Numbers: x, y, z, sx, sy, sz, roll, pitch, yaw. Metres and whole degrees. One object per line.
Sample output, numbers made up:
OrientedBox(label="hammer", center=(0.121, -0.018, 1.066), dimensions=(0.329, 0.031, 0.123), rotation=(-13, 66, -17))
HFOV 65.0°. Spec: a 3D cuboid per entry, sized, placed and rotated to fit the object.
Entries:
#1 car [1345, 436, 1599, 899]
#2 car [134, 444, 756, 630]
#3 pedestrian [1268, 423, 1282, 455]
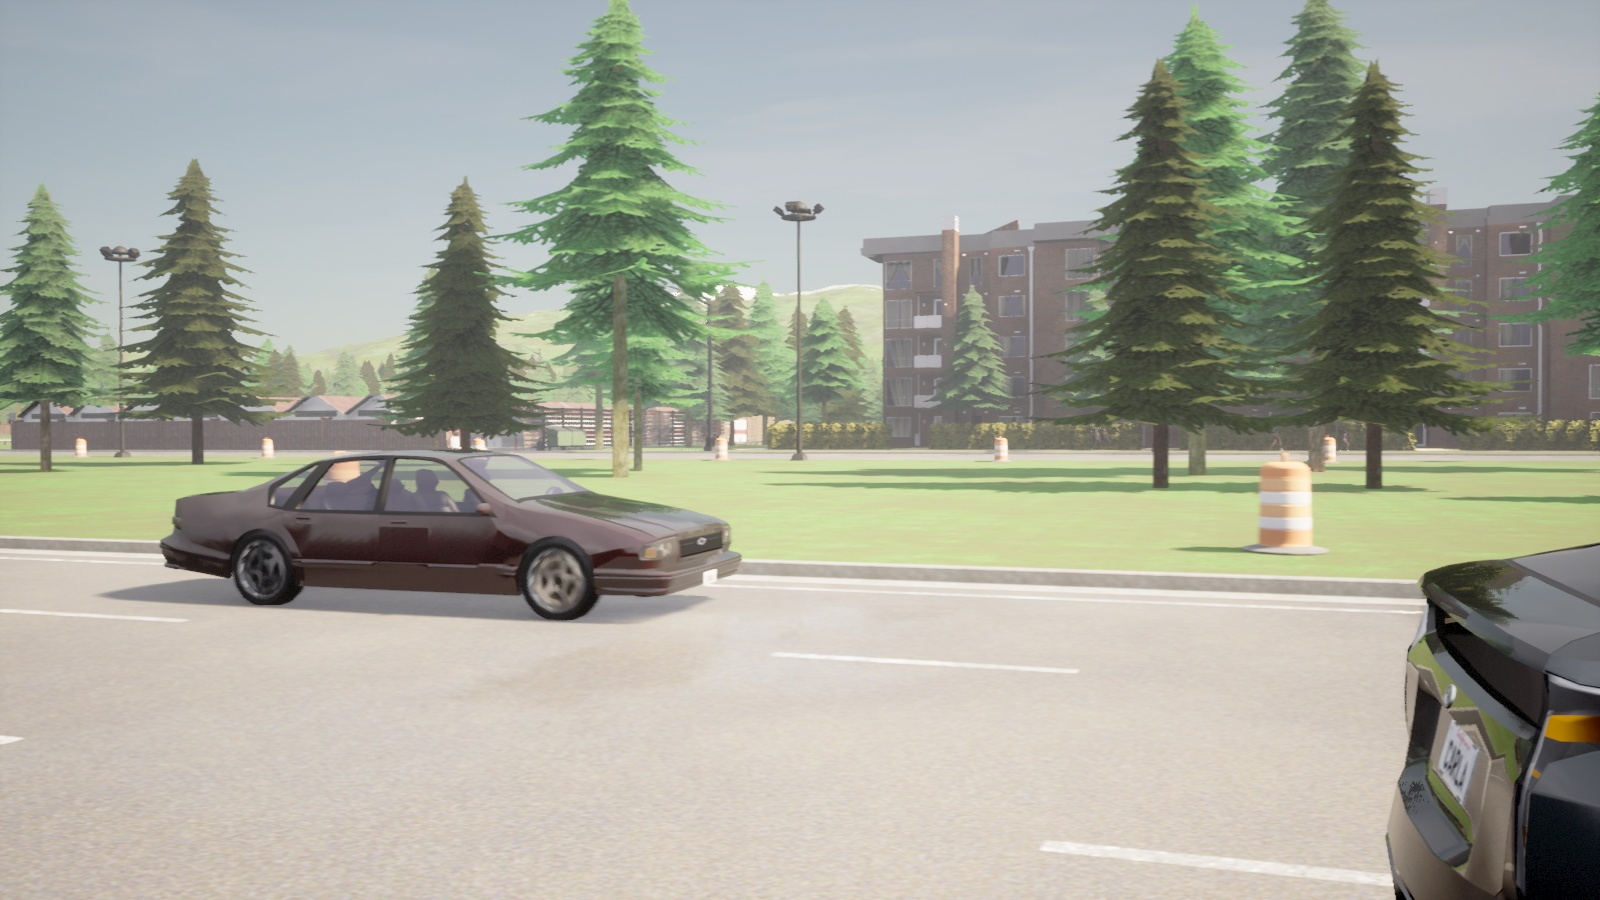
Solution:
OrientedBox(label="car", center=(3.435, 0.754, 2.037), dimensions=(4.514, 1.525, 2.007), rotation=(1, 1, 19))
OrientedBox(label="car", center=(-3.274, 0.675, 11.680), dimensions=(5.357, 1.411, 2.033), rotation=(1, 1, 19))
OrientedBox(label="pedestrian", center=(29.193, -0.672, 77.233), dimensions=(0.788, 1.949, 0.423), rotation=(1, 1, 19))
